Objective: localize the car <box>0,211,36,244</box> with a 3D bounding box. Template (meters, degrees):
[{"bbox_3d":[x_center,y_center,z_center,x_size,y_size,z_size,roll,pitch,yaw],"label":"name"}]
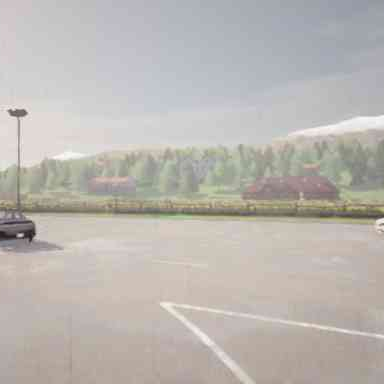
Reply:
[{"bbox_3d":[-9.151,1.649,15.611,4.902,1.511,2.128,-1,0,39],"label":"car"}]

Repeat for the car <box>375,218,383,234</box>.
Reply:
[{"bbox_3d":[10.897,1.410,14.955,4.674,1.442,1.812,-1,0,26],"label":"car"}]
